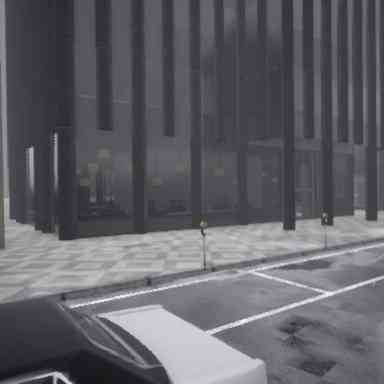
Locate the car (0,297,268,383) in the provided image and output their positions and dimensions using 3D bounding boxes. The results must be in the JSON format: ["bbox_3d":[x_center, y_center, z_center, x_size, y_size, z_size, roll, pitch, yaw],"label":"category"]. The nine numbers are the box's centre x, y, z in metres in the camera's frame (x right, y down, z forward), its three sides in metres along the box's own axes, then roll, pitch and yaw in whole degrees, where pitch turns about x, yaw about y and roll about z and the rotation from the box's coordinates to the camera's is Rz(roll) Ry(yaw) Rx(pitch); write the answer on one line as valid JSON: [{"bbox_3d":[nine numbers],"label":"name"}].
[{"bbox_3d":[-1.776,1.602,2.112,4.718,1.301,1.895,0,0,-35],"label":"car"}]
